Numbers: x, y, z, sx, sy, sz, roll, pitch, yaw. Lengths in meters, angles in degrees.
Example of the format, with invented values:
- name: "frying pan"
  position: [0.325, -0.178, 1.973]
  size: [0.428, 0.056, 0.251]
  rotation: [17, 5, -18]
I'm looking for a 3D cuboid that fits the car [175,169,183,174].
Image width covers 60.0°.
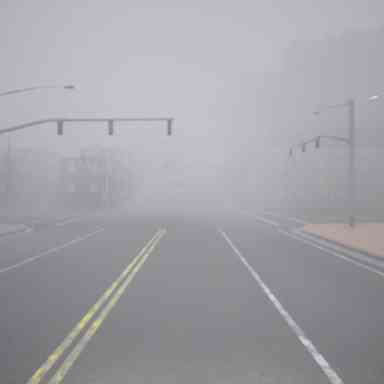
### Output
- name: "car"
  position: [-3.528, -5.505, 91.581]
  size: [2.097, 1.767, 4.553]
  rotation: [0, 8, 0]

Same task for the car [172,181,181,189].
- name: "car"
  position: [-3.523, -1.691, 75.303]
  size: [1.994, 1.385, 4.181]
  rotation: [0, 12, 0]
